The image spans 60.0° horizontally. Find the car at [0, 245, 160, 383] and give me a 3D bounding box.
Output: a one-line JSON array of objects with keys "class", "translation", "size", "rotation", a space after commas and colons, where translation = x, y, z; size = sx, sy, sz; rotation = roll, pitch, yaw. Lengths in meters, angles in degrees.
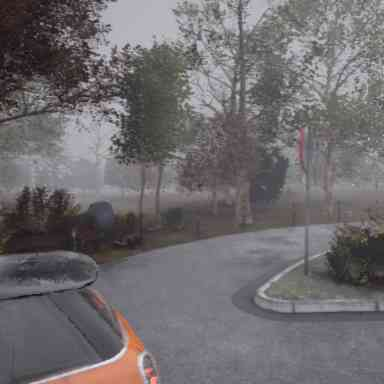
[{"class": "car", "translation": [-2.441, 1.287, 1.875], "size": [4.553, 1.767, 2.097], "rotation": [0, 2, -29]}]
